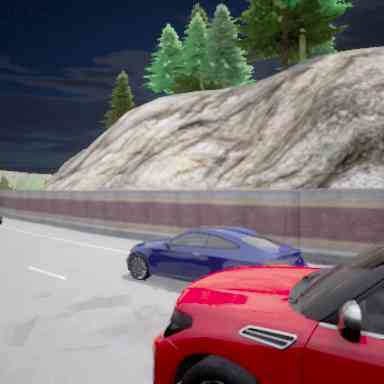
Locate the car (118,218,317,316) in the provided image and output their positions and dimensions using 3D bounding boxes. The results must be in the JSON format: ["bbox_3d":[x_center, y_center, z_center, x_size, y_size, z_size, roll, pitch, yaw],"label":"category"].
[{"bbox_3d":[0.416,1.544,8.199,4.674,1.442,1.812,0,0,38],"label":"car"}]

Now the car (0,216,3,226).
[{"bbox_3d":[-13.193,1.608,20.300,1.895,1.301,4.718,0,0,-44],"label":"car"}]

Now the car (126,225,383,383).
[{"bbox_3d":[2.265,1.234,2.428,5.566,2.045,2.150,0,0,36],"label":"car"}]
